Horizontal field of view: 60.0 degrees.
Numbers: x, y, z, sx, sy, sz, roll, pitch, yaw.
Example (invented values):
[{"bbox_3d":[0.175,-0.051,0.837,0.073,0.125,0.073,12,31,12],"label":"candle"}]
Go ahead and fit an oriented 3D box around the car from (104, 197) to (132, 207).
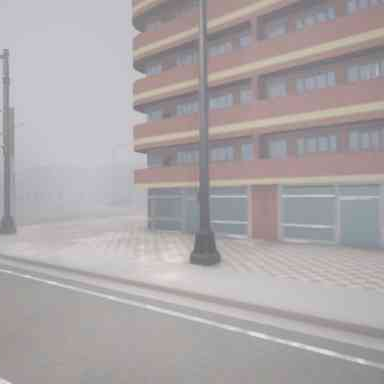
[{"bbox_3d":[-12.061,1.610,54.211,2.128,1.511,4.902,-1,0,37],"label":"car"}]
